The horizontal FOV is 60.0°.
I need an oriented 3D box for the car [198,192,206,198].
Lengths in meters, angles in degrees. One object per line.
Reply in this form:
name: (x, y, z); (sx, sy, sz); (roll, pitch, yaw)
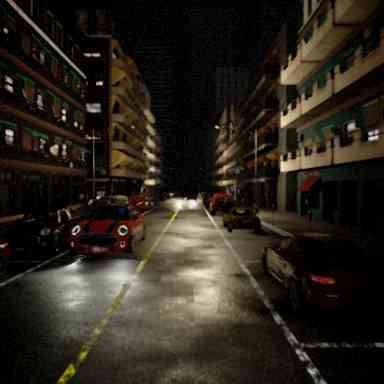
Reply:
car: (2.657, 0.805, 91.314); (1.967, 1.590, 4.097); (-1, 0, 0)

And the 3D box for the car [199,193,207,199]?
car: (2.661, 0.966, 80.281); (1.752, 1.417, 4.829); (-1, 0, 0)

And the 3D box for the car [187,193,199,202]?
car: (-0.015, 1.059, 63.692); (1.837, 1.490, 4.892); (0, 0, 0)

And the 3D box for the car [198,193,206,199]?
car: (2.660, 0.969, 85.713); (1.947, 1.339, 4.313); (-1, 0, 0)

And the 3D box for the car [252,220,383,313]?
car: (2.679, 1.530, 7.287); (1.802, 1.307, 4.206); (-1, 0, 0)

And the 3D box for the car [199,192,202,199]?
car: (2.665, 0.950, 52.100); (2.192, 1.841, 5.009); (-1, 0, 0)

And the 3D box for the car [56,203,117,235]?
car: (-5.672, 1.420, 18.517); (2.008, 1.369, 4.403); (-1, 0, 0)

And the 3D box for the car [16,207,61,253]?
car: (-5.672, 1.349, 12.914); (1.967, 1.590, 4.097); (-1, 0, 0)

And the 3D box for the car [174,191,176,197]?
car: (-5.720, 0.954, 85.740); (2.008, 1.369, 4.403); (-1, 0, 0)

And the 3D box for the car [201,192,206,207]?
car: (2.667, 1.028, 40.896); (2.192, 1.841, 5.009); (-1, 0, 0)

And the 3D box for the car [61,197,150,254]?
car: (-3.081, 1.260, 12.995); (2.097, 1.767, 4.553); (0, 0, 0)

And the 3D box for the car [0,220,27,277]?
car: (-5.669, 1.530, 7.314); (1.802, 1.307, 4.206); (-1, 0, 0)

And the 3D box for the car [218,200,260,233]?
car: (2.675, 1.393, 18.660); (1.752, 1.417, 4.829); (-1, 0, 0)

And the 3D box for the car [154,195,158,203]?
car: (-5.717, 1.264, 40.925); (2.008, 1.369, 4.403); (-1, 0, 0)

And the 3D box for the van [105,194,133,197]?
van: (-5.676, 1.171, 24.117); (1.690, 1.788, 3.998); (-1, 0, 0)

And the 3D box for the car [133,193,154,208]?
car: (-5.702, 1.067, 35.321); (2.192, 1.841, 5.009); (-1, 0, 0)

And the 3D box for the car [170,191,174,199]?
car: (-5.717, 1.031, 74.537); (2.008, 1.369, 4.403); (-1, 0, 0)

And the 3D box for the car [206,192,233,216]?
car: (2.670, 1.106, 29.692); (2.192, 1.841, 5.009); (-1, 0, 0)

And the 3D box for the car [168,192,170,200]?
car: (-5.715, 1.140, 63.332); (1.802, 1.307, 4.206); (-1, 0, 0)

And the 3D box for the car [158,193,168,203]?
car: (-5.714, 1.178, 57.730); (1.802, 1.307, 4.206); (-1, 0, 0)

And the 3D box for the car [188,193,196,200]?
car: (-0.017, 0.885, 73.927); (1.837, 1.490, 4.892); (0, 0, 0)
